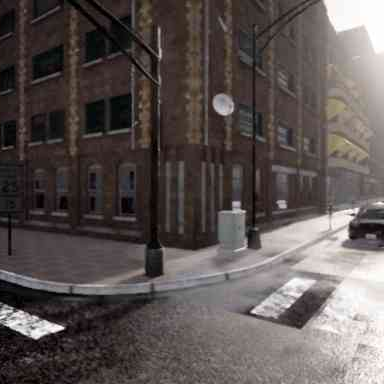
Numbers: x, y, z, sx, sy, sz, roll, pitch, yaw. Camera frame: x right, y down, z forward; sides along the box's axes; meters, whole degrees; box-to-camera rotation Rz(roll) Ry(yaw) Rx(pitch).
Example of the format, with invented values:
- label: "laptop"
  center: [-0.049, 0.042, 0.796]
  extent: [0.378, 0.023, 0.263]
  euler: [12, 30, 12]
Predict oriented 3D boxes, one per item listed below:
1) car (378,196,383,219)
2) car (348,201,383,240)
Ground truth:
- label: "car"
  center: [14.266, 1.012, 23.050]
  extent: [1.887, 1.381, 4.507]
  euler: [2, 2, 35]
- label: "car"
  center: [7.868, 1.231, 14.045]
  extent: [1.947, 1.339, 4.313]
  euler: [2, 2, 35]
